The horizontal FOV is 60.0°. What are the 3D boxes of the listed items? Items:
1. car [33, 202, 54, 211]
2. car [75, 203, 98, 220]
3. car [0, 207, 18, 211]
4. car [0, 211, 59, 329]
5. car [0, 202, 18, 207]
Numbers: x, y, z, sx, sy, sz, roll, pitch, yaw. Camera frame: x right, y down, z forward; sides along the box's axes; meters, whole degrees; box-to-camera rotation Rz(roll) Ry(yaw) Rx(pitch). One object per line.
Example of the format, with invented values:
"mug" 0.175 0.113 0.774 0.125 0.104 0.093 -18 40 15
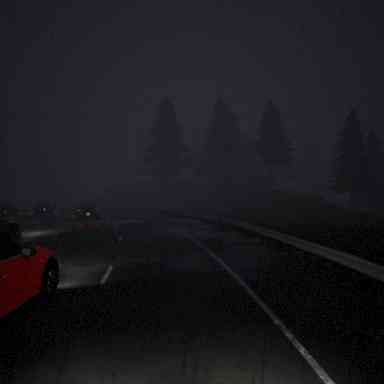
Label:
"car" -16.266 1.788 36.405 1.994 1.385 4.181 0 0 -27
"car" -9.533 1.699 30.015 1.812 1.442 4.674 0 0 -21
"car" -8.437 1.581 13.268 2.128 1.511 4.902 0 0 -10
"car" -3.928 1.391 5.590 2.097 1.767 4.553 0 0 -3
"car" -19.673 1.757 35.477 1.812 1.442 4.674 0 0 -27
